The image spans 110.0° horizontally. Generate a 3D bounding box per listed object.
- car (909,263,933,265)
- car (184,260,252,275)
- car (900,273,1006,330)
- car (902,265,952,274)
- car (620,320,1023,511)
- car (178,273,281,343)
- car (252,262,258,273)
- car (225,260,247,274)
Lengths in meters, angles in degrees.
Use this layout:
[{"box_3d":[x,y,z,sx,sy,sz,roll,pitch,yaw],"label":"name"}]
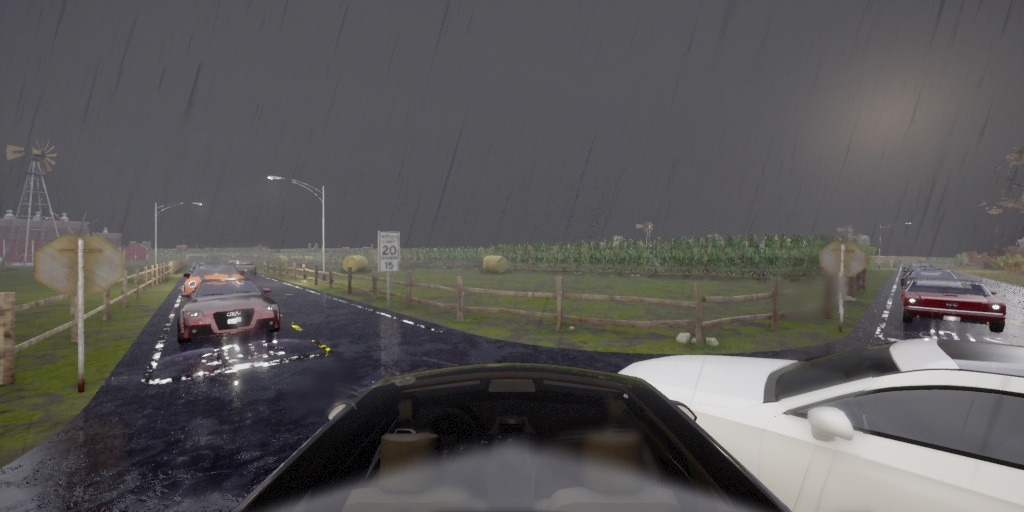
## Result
[{"box_3d":[27.528,1.380,23.965,4.181,1.385,1.994,0,1,-42],"label":"car"},{"box_3d":[-13.596,1.132,16.463,2.097,1.767,4.553,0,0,-41],"label":"car"},{"box_3d":[13.600,1.389,11.251,4.718,1.301,1.895,0,1,-43],"label":"car"},{"box_3d":[20.727,1.348,17.761,5.357,1.411,2.033,0,1,-42],"label":"car"},{"box_3d":[2.853,1.293,2.269,1.812,1.442,4.674,0,1,-43],"label":"car"},{"box_3d":[-7.869,1.351,9.937,1.994,1.385,4.181,0,0,-42],"label":"car"},{"box_3d":[-26.716,1.264,35.792,2.128,1.511,4.902,0,0,-41],"label":"car"},{"box_3d":[-33.381,1.281,43.300,1.837,1.490,4.892,0,0,-41],"label":"car"}]
